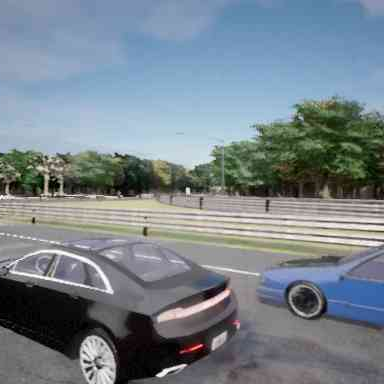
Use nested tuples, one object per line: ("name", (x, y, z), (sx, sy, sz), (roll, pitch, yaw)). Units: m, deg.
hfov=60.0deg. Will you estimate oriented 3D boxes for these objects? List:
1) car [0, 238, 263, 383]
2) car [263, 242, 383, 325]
("car", (-1.661, 1.485, 5.210), (4.902, 1.511, 2.128), (0, 0, 36))
("car", (3.826, 1.549, 5.565), (5.357, 1.411, 2.033), (0, 0, 36))
